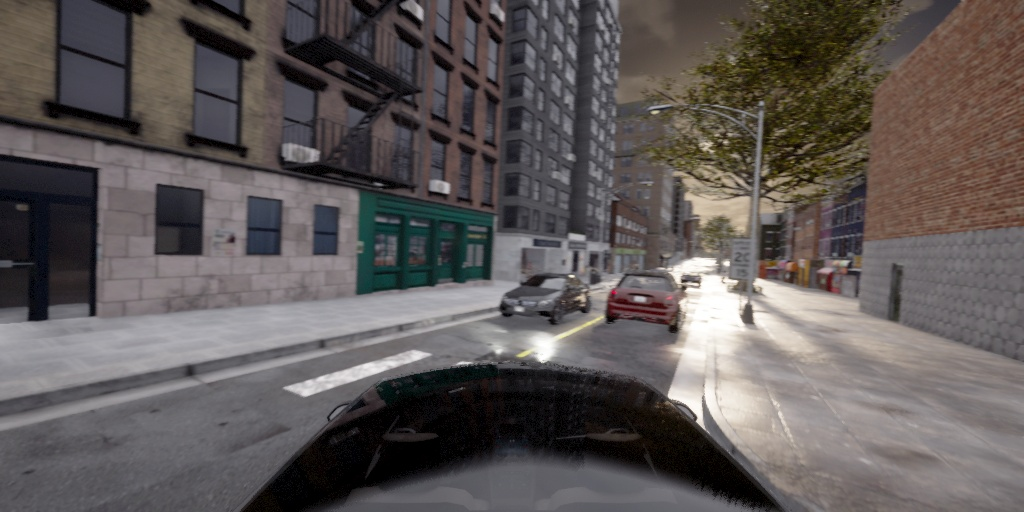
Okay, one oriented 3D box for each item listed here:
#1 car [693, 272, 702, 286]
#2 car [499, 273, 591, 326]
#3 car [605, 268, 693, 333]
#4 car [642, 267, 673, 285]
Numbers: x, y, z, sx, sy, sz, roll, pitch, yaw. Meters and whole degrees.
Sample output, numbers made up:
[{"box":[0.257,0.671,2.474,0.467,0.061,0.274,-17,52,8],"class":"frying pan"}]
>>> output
[{"box":[18.223,2.268,36.396,1.895,1.301,4.718,3,0,29],"class":"car"},{"box":[1.353,1.306,12.225,1.812,1.442,4.674,3,0,29],"class":"car"},{"box":[4.758,1.330,12.260,2.097,1.767,4.553,3,0,29],"class":"car"},{"box":[14.624,1.954,35.905,2.128,1.511,4.902,3,0,30],"class":"car"}]
